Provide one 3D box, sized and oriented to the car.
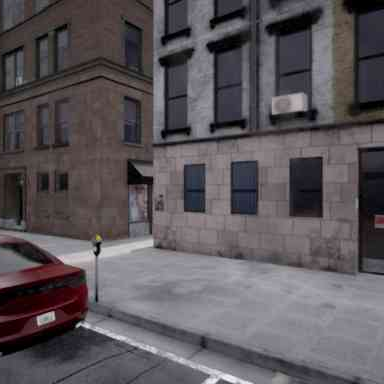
[{"bbox_3d":[-3.896,1.477,5.723,5.008,1.535,1.882,0,0,35],"label":"car"}]
